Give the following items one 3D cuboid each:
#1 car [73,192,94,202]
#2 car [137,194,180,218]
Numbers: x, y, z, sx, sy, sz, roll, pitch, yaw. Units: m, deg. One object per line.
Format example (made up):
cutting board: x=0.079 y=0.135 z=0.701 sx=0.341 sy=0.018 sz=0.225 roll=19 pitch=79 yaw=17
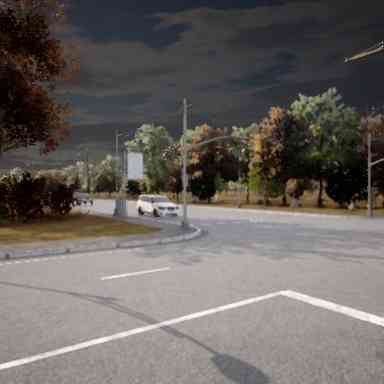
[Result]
car: x=-17.272 y=0.998 z=52.276 sx=2.150 sy=2.045 sz=5.566 roll=0 pitch=0 yaw=-35
car: x=-3.223 y=1.305 z=30.821 sx=2.150 sy=2.045 sz=5.566 roll=0 pitch=2 yaw=-32
